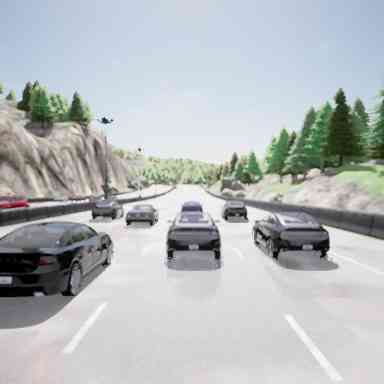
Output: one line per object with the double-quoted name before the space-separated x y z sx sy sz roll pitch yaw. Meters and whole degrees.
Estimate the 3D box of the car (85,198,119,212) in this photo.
"car" -6.995 1.513 28.000 2.128 1.511 4.902 0 0 0

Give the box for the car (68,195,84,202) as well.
"car" -24.732 1.420 72.557 1.882 1.535 5.008 0 0 0

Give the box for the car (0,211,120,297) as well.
"car" -3.440 1.486 8.597 1.882 1.535 5.008 0 0 0

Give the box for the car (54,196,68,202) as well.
"car" -28.231 1.507 72.130 1.812 1.442 4.674 0 0 0

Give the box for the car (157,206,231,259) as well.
"car" 0.054 1.498 12.681 2.128 1.511 4.902 0 0 0

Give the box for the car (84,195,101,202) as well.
"car" -21.232 1.463 72.568 2.128 1.511 4.902 0 0 0

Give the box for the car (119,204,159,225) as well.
"car" -3.486 1.563 23.858 2.033 1.411 5.357 0 0 0

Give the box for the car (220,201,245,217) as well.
"car" 3.505 1.515 28.124 1.837 1.490 4.892 0 0 0

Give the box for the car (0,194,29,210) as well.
"car" -17.696 1.255 31.697 2.150 2.045 5.566 0 0 0

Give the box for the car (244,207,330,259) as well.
"car" 3.554 1.494 12.660 2.128 1.511 4.902 0 0 0

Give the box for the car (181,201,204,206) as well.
"car" 0.002 1.492 29.522 1.882 1.535 5.008 0 0 0

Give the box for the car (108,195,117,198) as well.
"car" -17.737 1.462 73.972 1.994 1.385 4.181 0 0 0
